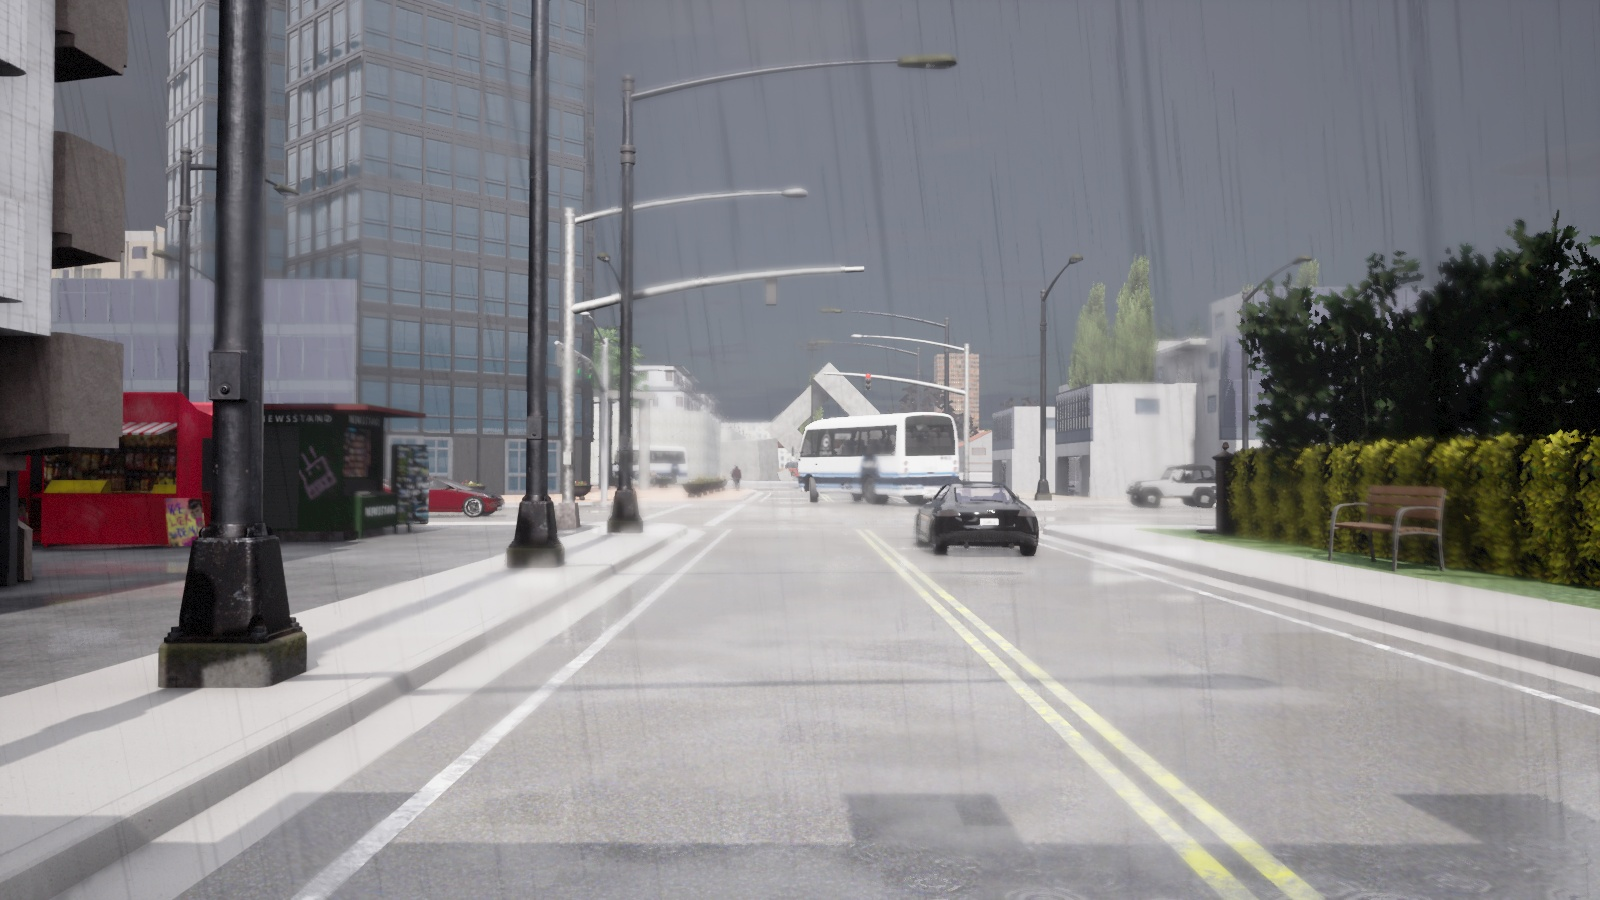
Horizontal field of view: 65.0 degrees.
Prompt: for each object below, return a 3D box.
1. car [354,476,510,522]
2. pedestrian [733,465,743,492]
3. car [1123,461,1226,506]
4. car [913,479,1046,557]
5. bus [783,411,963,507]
[{"bbox_3d":[-12.781,1.706,43.870,4.792,1.488,2.163,-1,-1,-1],"label":"car"},{"bbox_3d":[-4.329,1.959,87.277,0.634,1.844,0.899,0,-1,-1],"label":"pedestrian"},{"bbox_3d":[16.281,1.452,54.679,3.866,1.878,1.905,0,-1,-1],"label":"car"},{"bbox_3d":[3.437,1.280,24.800,1.994,1.385,4.181,0,-1,0],"label":"car"},{"bbox_3d":[3.320,0.456,61.300,3.944,4.253,10.273,-1,-1,-28],"label":"bus"}]
